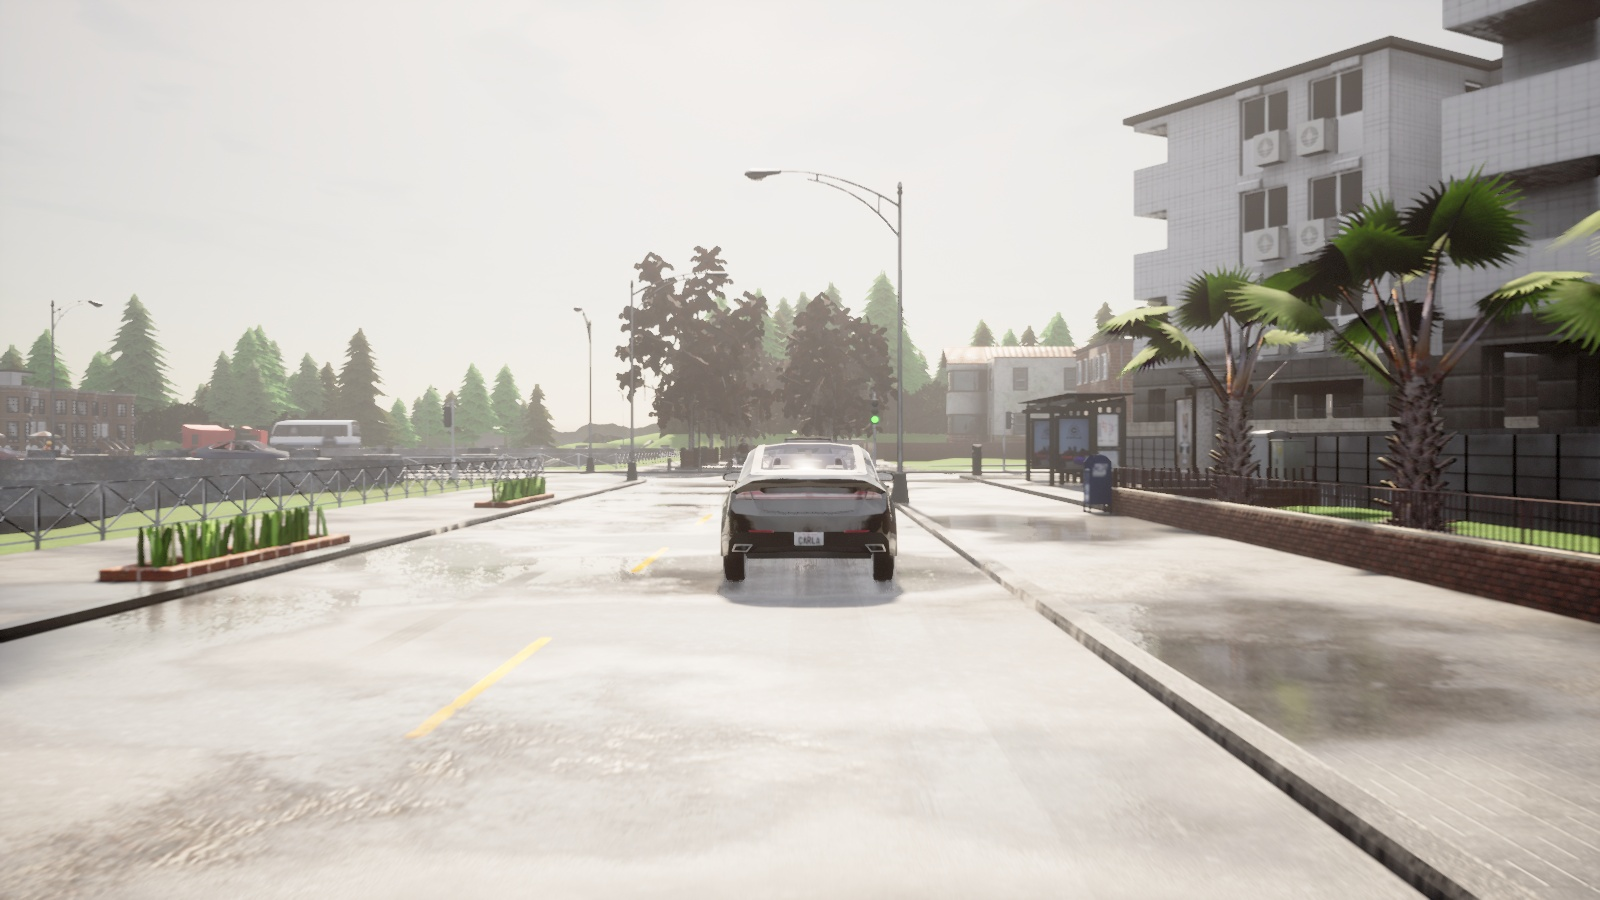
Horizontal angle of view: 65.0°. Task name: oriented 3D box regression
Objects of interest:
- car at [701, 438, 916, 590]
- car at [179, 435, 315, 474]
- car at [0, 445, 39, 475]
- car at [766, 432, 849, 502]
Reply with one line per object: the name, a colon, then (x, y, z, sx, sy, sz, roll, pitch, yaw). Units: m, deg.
car: (0.101, 0.619, 14.885, 2.128, 1.511, 4.902, 0, 0, 0)
car: (-24.324, 0.194, 55.339, 5.027, 1.651, 2.152, 0, 0, 0)
car: (-38.721, 0.444, 59.423, 4.181, 1.385, 1.994, 0, 0, 0)
car: (0.212, 0.413, 34.073, 2.097, 1.767, 4.553, 0, 0, 0)
